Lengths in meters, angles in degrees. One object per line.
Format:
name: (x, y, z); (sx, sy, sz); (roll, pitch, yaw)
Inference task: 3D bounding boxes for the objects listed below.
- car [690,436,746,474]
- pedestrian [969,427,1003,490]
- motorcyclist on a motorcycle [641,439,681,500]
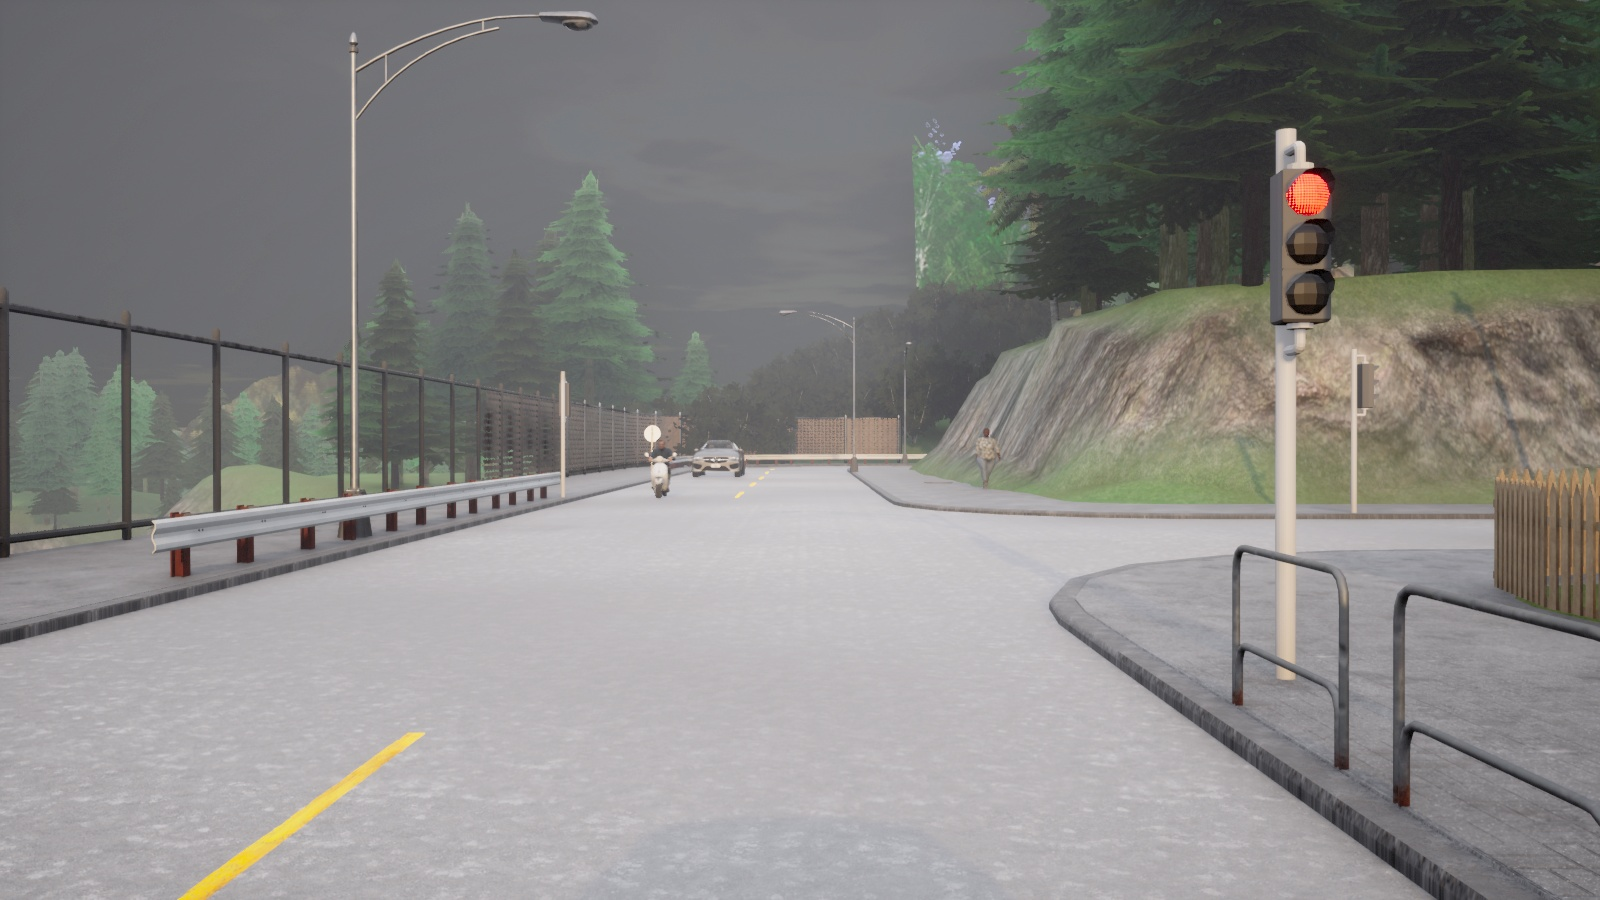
car: (-3.616, 0.205, 56.182); (2.152, 1.651, 5.027); (0, 0, 0)
pedestrian: (5.536, 0.250, 37.384); (0.874, 1.855, 0.900); (0, 0, 1)
motorcyclist on a motorcycle: (-3.760, 0.505, 34.003); (0.866, 1.590, 1.817); (0, 0, 0)
